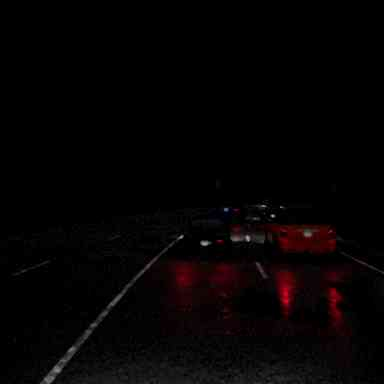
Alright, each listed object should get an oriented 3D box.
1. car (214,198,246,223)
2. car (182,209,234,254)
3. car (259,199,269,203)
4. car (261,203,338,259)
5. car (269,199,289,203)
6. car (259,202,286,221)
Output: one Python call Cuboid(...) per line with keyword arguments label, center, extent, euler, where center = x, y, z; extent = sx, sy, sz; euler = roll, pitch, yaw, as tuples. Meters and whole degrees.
Cuboid(label="car", center=(3.258, 1.488, 28.258), extent=(2.150, 2.045, 5.566), euler=(0, 0, 14))
Cuboid(label="car", center=(0.731, 1.660, 14.075), extent=(1.812, 1.442, 4.674), euler=(0, 0, 7))
Cuboid(label="car", center=(16.101, 2.219, 72.367), extent=(1.812, 1.442, 4.674), euler=(0, -1, 35))
Cuboid(label="car", center=(4.168, 1.484, 13.385), extent=(2.097, 1.767, 4.553), euler=(0, -1, 7))
Cuboid(label="car", center=(18.814, 2.233, 70.151), extent=(2.033, 1.411, 5.357), euler=(0, -1, 35))
Cuboid(label="car", center=(6.731, 1.840, 27.683), extent=(1.994, 1.385, 4.181), euler=(0, -1, 14))
